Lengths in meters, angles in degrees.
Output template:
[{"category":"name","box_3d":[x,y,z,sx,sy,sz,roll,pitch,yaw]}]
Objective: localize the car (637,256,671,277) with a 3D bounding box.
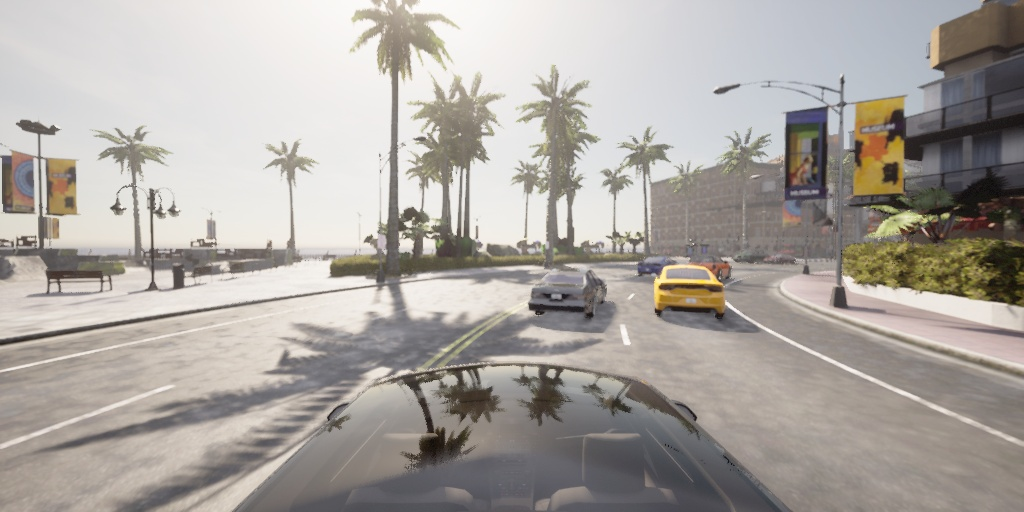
[{"category":"car","box_3d":[11.225,0.770,27.162,1.882,1.535,5.008,1,2,42]}]

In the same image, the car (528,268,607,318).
[{"category":"car","box_3d":[2.068,1.108,12.201,2.033,1.411,5.357,0,1,20]}]

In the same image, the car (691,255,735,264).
[{"category":"car","box_3d":[13.216,0.698,24.149,2.097,1.767,4.553,1,1,41]}]

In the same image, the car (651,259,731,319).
[{"category":"car","box_3d":[5.845,1.039,12.218,1.882,1.535,5.008,0,1,21]}]

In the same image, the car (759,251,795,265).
[{"category":"car","box_3d":[36.643,0.426,49.121,4.674,1.442,1.812,0,1,-21]}]

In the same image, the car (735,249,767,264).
[{"category":"car","box_3d":[34.922,0.064,52.209,5.566,2.045,2.150,-1,1,-22]}]
